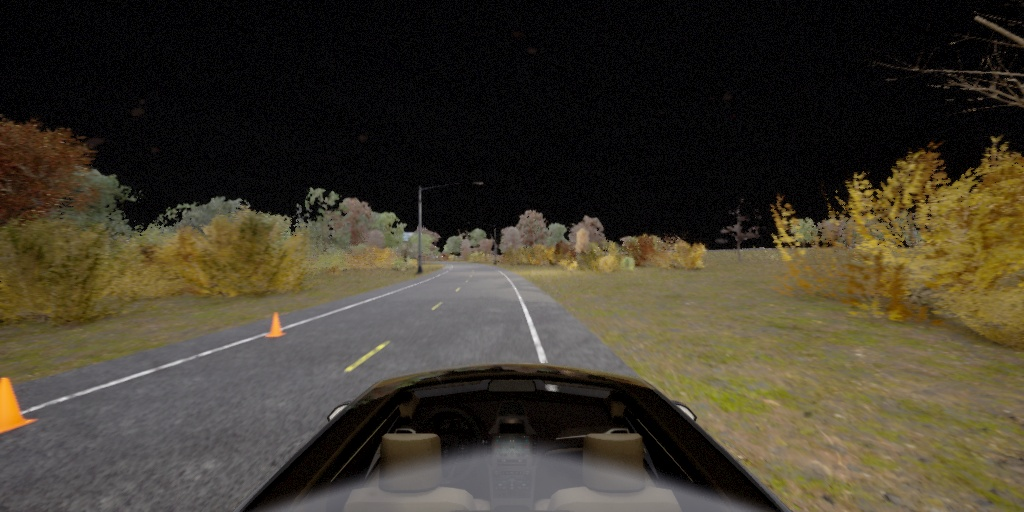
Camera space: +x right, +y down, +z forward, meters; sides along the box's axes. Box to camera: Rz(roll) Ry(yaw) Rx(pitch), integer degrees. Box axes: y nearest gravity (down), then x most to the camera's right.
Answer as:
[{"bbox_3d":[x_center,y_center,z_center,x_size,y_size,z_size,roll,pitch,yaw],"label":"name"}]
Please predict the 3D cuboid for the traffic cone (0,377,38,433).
[{"bbox_3d":[-6.031,1.743,4.270,0.340,0.580,0.340,0,0,0],"label":"traffic cone"}]

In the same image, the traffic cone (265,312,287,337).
[{"bbox_3d":[-6.075,1.746,9.234,0.340,0.580,0.340,0,0,-1],"label":"traffic cone"}]
